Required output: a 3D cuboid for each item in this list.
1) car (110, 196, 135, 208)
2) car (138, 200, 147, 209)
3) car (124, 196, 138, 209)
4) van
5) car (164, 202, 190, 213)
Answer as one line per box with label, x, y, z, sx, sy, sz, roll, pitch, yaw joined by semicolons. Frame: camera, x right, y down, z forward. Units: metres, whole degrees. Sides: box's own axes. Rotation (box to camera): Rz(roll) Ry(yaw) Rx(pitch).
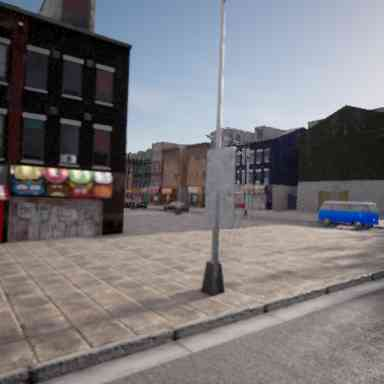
car;-11.382;1.593;54.332;2.192;1.841;5.009;3;-2;-35
car;-8.224;1.830;49.869;1.947;1.339;4.313;3;-2;-35
car;-10.072;1.504;48.031;2.097;1.767;4.553;3;-2;-35
van;10.778;1.571;23.132;1.690;1.788;3.998;3;-2;-35
car;-1.893;1.824;40.955;1.802;1.307;4.206;3;-2;-35
